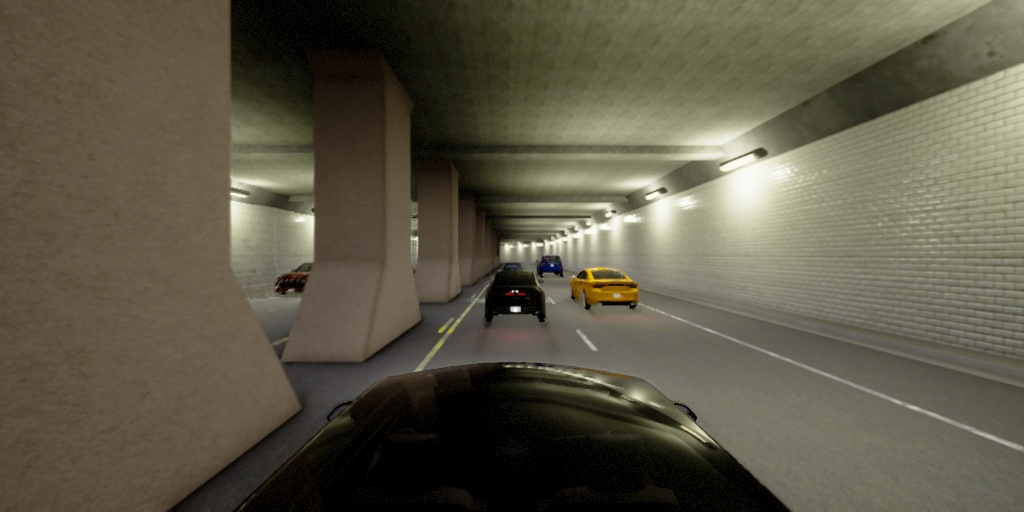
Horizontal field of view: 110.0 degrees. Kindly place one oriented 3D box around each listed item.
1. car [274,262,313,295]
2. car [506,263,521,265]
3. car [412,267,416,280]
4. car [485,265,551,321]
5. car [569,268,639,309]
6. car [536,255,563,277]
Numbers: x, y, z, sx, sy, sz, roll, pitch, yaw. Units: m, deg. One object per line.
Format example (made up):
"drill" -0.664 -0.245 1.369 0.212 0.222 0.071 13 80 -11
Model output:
"car" -10.599 1.082 19.452 2.097 1.767 4.553 0 0 0
"car" 0.099 1.267 30.213 2.033 1.411 5.357 0 0 0
"car" -7.099 1.220 21.820 2.128 1.511 4.902 0 0 0
"car" 0.099 1.243 12.468 1.837 1.490 4.892 0 0 0
"car" 3.600 1.214 14.782 1.882 1.535 5.008 0 0 0
"car" 3.598 0.936 34.744 2.150 2.045 5.566 0 0 0
